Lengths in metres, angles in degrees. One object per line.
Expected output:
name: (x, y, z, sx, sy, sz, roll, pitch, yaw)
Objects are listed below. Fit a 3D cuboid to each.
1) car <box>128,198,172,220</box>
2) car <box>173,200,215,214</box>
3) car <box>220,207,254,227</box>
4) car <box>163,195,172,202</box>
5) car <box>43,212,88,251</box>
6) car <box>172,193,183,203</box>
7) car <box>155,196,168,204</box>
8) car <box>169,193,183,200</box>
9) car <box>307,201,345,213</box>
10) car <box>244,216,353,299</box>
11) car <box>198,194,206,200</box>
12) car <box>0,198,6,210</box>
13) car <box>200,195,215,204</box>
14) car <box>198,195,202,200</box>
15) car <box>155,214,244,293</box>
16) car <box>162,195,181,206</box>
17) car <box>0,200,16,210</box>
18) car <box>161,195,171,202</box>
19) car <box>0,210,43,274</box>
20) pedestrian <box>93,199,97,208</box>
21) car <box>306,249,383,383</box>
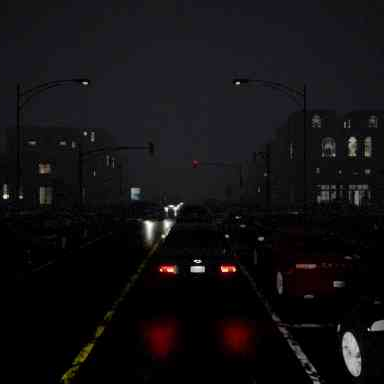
car: (-3.993, 1.481, 29.004, 1.882, 1.535, 5.008, 2, -1, -31)
car: (0.087, 1.480, 19.441, 1.882, 1.535, 5.008, 0, 0, 0)
car: (2.681, 1.553, 19.677, 2.008, 1.369, 4.403, 0, 0, 0)
car: (-5.737, 1.539, 79.515, 1.752, 1.417, 4.829, 0, 0, 0)
car: (-5.696, 1.552, 13.997, 2.008, 1.369, 4.403, 0, 0, 0)
car: (-3.046, 1.236, 72.122, 2.150, 2.045, 5.566, 0, 0, 0)
car: (-5.727, 1.559, 63.118, 2.008, 1.369, 4.403, 0, 0, 0)
car: (-3.105, 1.500, 61.466, 2.128, 1.511, 4.902, 0, 0, 0)
car: (14.787, 1.653, 37.261, 4.181, 1.385, 1.994, 0, 0, 1)
car: (2.688, 1.546, 8.293, 1.887, 1.381, 4.507, 0, 0, 0)
car: (2.637, 1.458, 90.720, 1.967, 1.590, 4.097, 0, 0, 0)
car: (-25.477, 1.447, 40.451, 4.829, 1.417, 1.752, 0, -1, 1)
car: (2.661, 1.572, 52.067, 1.947, 1.339, 4.313, 0, 0, 0)
car: (2.654, 1.590, 63.109, 1.802, 1.307, 4.206, 0, 0, 0)
car: (0.098, 1.548, 8.976, 2.033, 1.411, 5.357, 0, 0, 0)
car: (-3.141, 1.532, 51.114, 1.812, 1.442, 4.674, 0, 0, 1)
car: (-20.639, 1.437, 34.584, 4.674, 1.442, 1.812, 0, 0, 1)
car: (-5.733, 1.452, 74.162, 1.967, 1.590, 4.097, 0, 0, 0)
car: (-5.691, 1.441, 8.305, 1.967, 1.590, 4.097, 0, 0, 0)
pedestrian: (-12.579, 1.415, 43.203, 0.375, 1.300, 0.375, 0, -1, 1)
car: (2.692, 1.551, 2.601, 2.008, 1.369, 4.403, 0, 0, 0)
